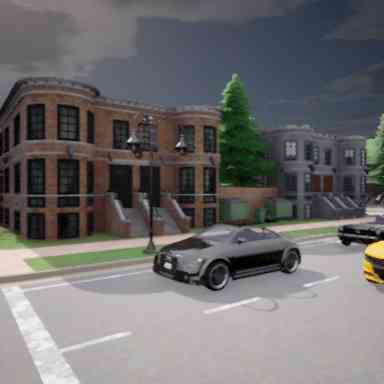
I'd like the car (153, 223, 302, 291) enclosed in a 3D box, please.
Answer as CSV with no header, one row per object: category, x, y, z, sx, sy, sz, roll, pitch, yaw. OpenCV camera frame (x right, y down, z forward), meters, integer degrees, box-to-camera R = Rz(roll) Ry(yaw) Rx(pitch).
car,1.058,1.561,9.040,4.181,1.385,1.994,0,0,-35

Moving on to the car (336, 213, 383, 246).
car,8.191,1.593,14.112,4.718,1.301,1.895,0,0,-35

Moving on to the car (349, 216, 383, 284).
car,6.326,1.473,8.494,5.008,1.535,1.882,0,0,-35
